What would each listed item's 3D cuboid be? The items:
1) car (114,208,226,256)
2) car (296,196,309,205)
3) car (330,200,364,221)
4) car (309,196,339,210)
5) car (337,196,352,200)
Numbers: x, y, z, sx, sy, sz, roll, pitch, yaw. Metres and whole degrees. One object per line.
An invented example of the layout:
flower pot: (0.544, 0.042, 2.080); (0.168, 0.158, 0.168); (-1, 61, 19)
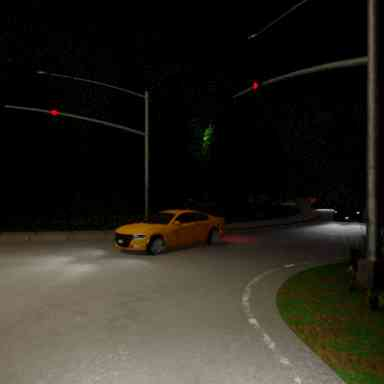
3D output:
car: (-0.729, 1.456, 13.387); (5.008, 1.535, 1.882); (0, 0, -45)
car: (19.596, 1.451, 56.078); (1.882, 1.535, 5.008); (0, 0, -16)
car: (12.303, 1.574, 26.021); (1.895, 1.301, 4.718); (0, 0, 30)
car: (17.017, 1.538, 43.105); (1.994, 1.385, 4.181); (0, 0, 6)
car: (20.758, 1.325, 46.367); (2.097, 1.767, 4.553); (0, 0, 3)
